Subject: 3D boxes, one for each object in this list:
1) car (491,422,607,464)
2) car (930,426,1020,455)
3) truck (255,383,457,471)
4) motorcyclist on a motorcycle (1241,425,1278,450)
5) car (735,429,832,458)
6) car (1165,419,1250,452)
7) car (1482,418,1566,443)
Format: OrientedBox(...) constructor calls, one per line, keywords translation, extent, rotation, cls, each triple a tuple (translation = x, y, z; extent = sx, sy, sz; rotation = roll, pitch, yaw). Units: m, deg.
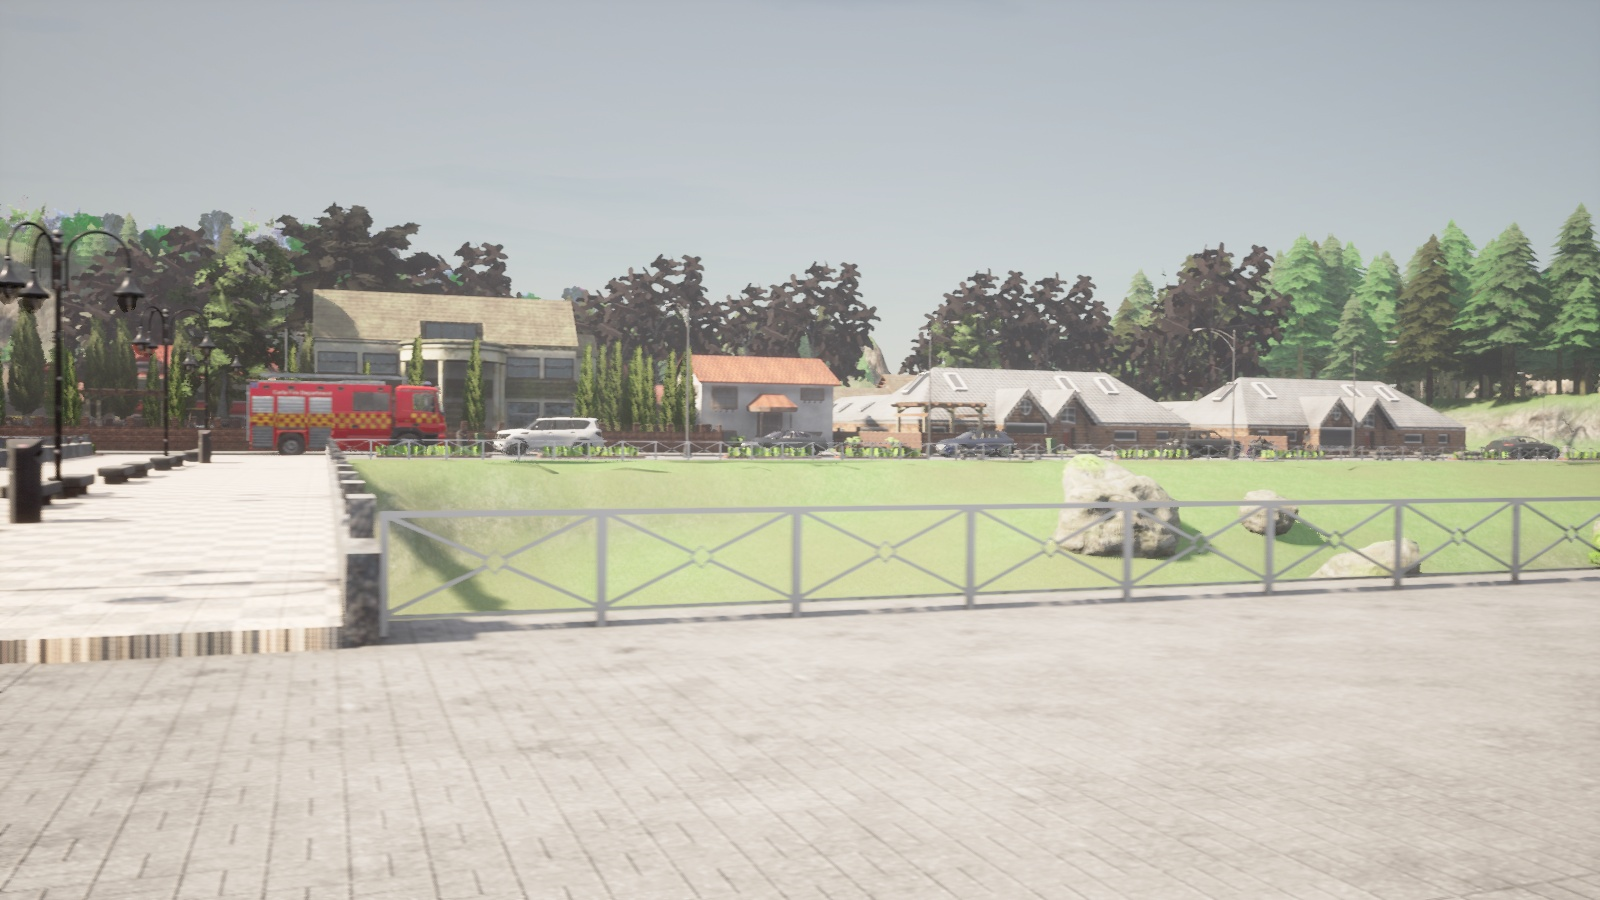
OrientedBox(translation=(-12.953, -0.398, 64.822), extent=(5.566, 2.045, 2.150), rotation=(-1, 1, -21), cls="car")
OrientedBox(translation=(10.265, -0.581, 73.634), extent=(4.856, 1.649, 2.033), rotation=(-1, 1, -21), cls="car")
OrientedBox(translation=(-20.326, -1.086, 57.736), extent=(8.468, 3.827, 2.891), rotation=(-1, 1, -21), cls="truck")
OrientedBox(translation=(29.664, -0.806, 80.997), extent=(2.191, 1.530, 0.866), rotation=(-1, 1, -21), cls="motorcyclist on a motorcycle")
OrientedBox(translation=(-0.900, -0.365, 69.398), extent=(4.902, 1.511, 2.128), rotation=(-1, 1, -21), cls="car")
OrientedBox(translation=(24.233, -0.862, 74.653), extent=(4.605, 1.855, 1.932), rotation=(-1, 1, -21), cls="car")
OrientedBox(translation=(48.285, -1.309, 83.778), extent=(5.027, 1.651, 2.152), rotation=(-1, 1, -21), cls="car")
